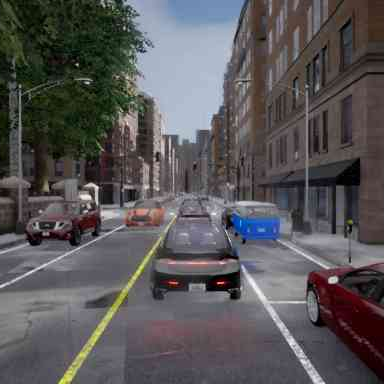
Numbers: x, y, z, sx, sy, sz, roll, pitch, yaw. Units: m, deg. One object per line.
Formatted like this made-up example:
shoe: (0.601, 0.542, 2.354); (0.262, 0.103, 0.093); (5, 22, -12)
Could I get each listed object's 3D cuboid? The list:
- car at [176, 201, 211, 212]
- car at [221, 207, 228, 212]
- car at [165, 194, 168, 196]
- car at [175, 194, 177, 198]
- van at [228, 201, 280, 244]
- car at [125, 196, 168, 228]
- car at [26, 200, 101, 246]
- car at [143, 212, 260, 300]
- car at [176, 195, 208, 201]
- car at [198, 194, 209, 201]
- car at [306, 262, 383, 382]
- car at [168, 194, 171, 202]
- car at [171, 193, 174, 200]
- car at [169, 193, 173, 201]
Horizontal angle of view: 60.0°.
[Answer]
car: (0.092, 1.485, 18.309); (2.128, 1.511, 4.902); (0, 0, 0)
car: (2.848, 1.557, 21.130); (1.947, 1.339, 4.313); (0, 0, 0)
car: (-5.691, 1.480, 58.945); (1.752, 1.417, 4.829); (0, 0, 0)
car: (-5.701, 1.496, 86.369); (2.008, 1.369, 4.403); (0, 0, 0)
van: (2.849, 1.336, 15.469); (1.690, 1.788, 3.998); (0, 0, 0)
car: (-3.045, 1.342, 22.257); (2.097, 1.767, 4.553); (0, 0, 1)
car: (-5.676, 1.310, 15.426); (2.192, 1.841, 5.009); (0, 0, 0)
car: (0.097, 1.490, 8.370); (2.128, 1.511, 4.902); (0, 0, 0)
car: (-0.011, 1.338, 27.486); (2.097, 1.767, 4.553); (0, 0, 0)
car: (2.827, 1.387, 75.506); (1.967, 1.590, 4.097); (0, 0, 0)
car: (2.853, 1.544, 4.149); (1.887, 1.381, 4.507); (0, 0, 0)
car: (-5.693, 1.502, 64.566); (2.008, 1.369, 4.403); (0, 0, 0)
car: (-5.697, 1.491, 75.468); (1.887, 1.381, 4.507); (0, 0, 0)
car: (-5.695, 1.493, 70.017); (1.887, 1.381, 4.507); (0, 0, 0)
